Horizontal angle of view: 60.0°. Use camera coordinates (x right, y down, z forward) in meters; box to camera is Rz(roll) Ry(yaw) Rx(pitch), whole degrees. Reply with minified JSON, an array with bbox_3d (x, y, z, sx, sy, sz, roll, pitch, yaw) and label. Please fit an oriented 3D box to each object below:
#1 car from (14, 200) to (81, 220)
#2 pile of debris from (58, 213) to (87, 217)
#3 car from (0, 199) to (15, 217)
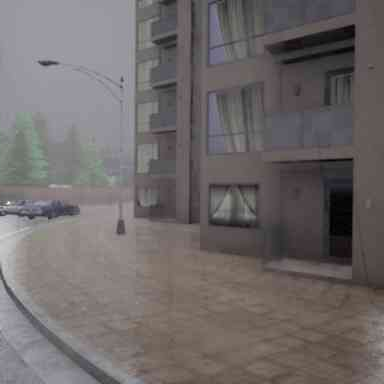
[{"bbox_3d":[-10.615,1.301,25.415,2.033,1.411,5.357,1,0,10],"label":"car"},{"bbox_3d":[-10.130,1.918,28.207,1.500,0.140,1.860,1,0,16],"label":"pile of debris"},{"bbox_3d":[-13.697,1.315,27.216,1.895,1.301,4.718,1,0,11],"label":"car"}]
